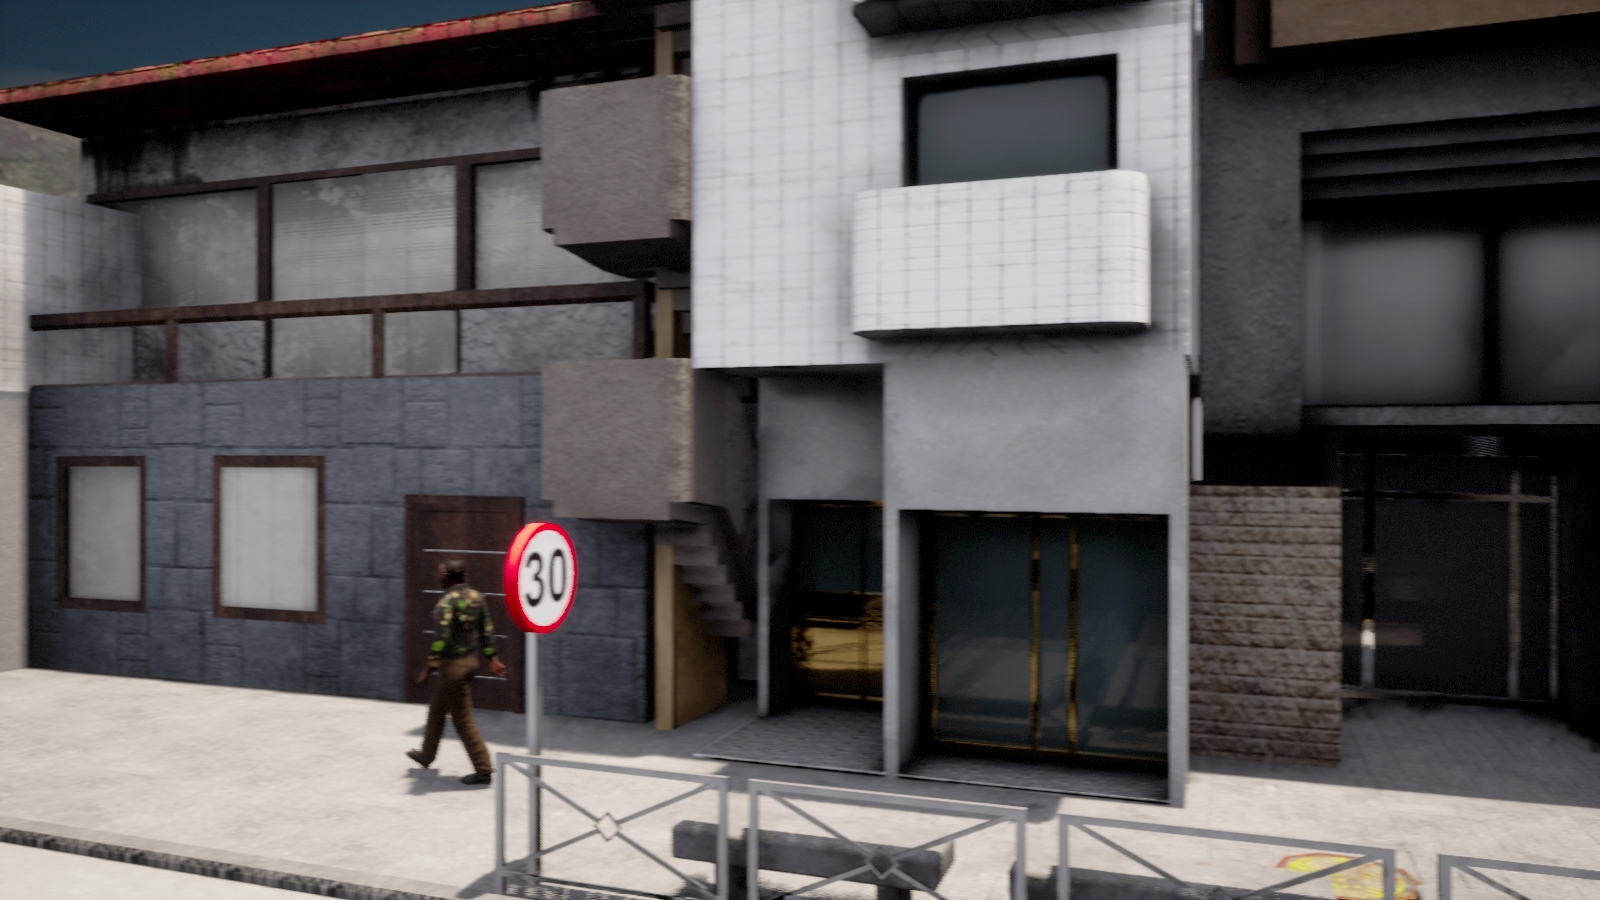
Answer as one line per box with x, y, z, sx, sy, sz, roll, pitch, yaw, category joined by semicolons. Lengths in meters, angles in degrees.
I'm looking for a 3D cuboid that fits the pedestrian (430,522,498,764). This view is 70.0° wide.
-2.690;1.524;9.156;0.375;1.860;0.375;0;0;19;pedestrian
